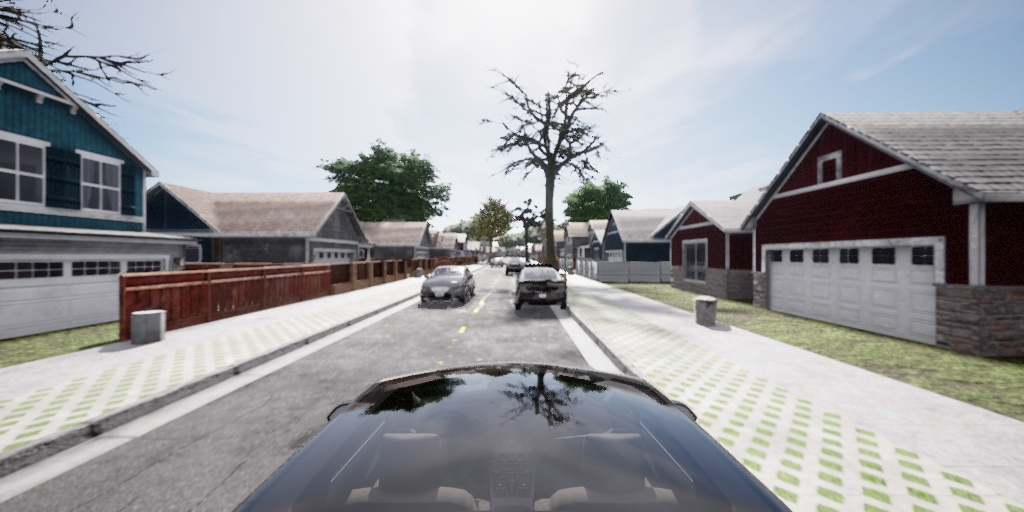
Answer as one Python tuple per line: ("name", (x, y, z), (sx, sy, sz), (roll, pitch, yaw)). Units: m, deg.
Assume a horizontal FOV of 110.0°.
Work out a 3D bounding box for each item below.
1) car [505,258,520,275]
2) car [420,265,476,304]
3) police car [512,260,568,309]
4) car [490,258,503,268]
("car", (0.310, 1.114, 36.850), (1.837, 1.490, 4.892), (0, 1, 1))
("car", (-2.741, 1.186, 16.125), (2.128, 1.511, 4.902), (0, 0, 0))
("police car", (1.060, 1.126, 14.716), (1.930, 1.638, 5.238), (0, 0, 0))
("car", (-2.401, 1.002, 56.411), (2.128, 1.511, 4.902), (0, 0, 1))
